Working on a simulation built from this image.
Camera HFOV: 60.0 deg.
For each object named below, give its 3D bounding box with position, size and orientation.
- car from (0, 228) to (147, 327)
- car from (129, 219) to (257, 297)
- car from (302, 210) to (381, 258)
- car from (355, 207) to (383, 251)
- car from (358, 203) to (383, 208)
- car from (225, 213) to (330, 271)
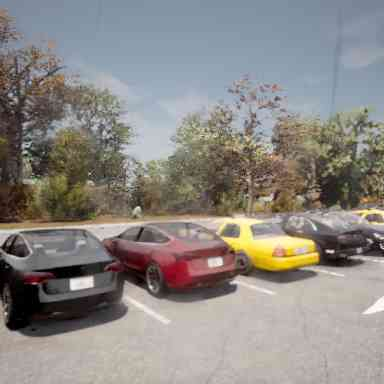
[{"bbox_3d":[-3.123,1.512,7.254,2.163,1.488,4.792,0,0,-36],"label":"car"},{"bbox_3d":[-0.863,1.516,8.866,2.163,1.488,4.792,0,0,-35],"label":"car"},{"bbox_3d":[3.678,1.495,12.061,2.231,1.521,4.892,0,0,-35],"label":"car"},{"bbox_3d":[5.931,1.500,13.683,2.231,1.521,4.892,0,0,-35],"label":"car"},{"bbox_3d":[8.087,1.500,15.441,1.946,1.575,5.366,0,0,-35],"label":"car"},{"bbox_3d":[1.307,1.487,10.605,1.946,1.575,5.366,0,0,-36],"label":"car"}]
